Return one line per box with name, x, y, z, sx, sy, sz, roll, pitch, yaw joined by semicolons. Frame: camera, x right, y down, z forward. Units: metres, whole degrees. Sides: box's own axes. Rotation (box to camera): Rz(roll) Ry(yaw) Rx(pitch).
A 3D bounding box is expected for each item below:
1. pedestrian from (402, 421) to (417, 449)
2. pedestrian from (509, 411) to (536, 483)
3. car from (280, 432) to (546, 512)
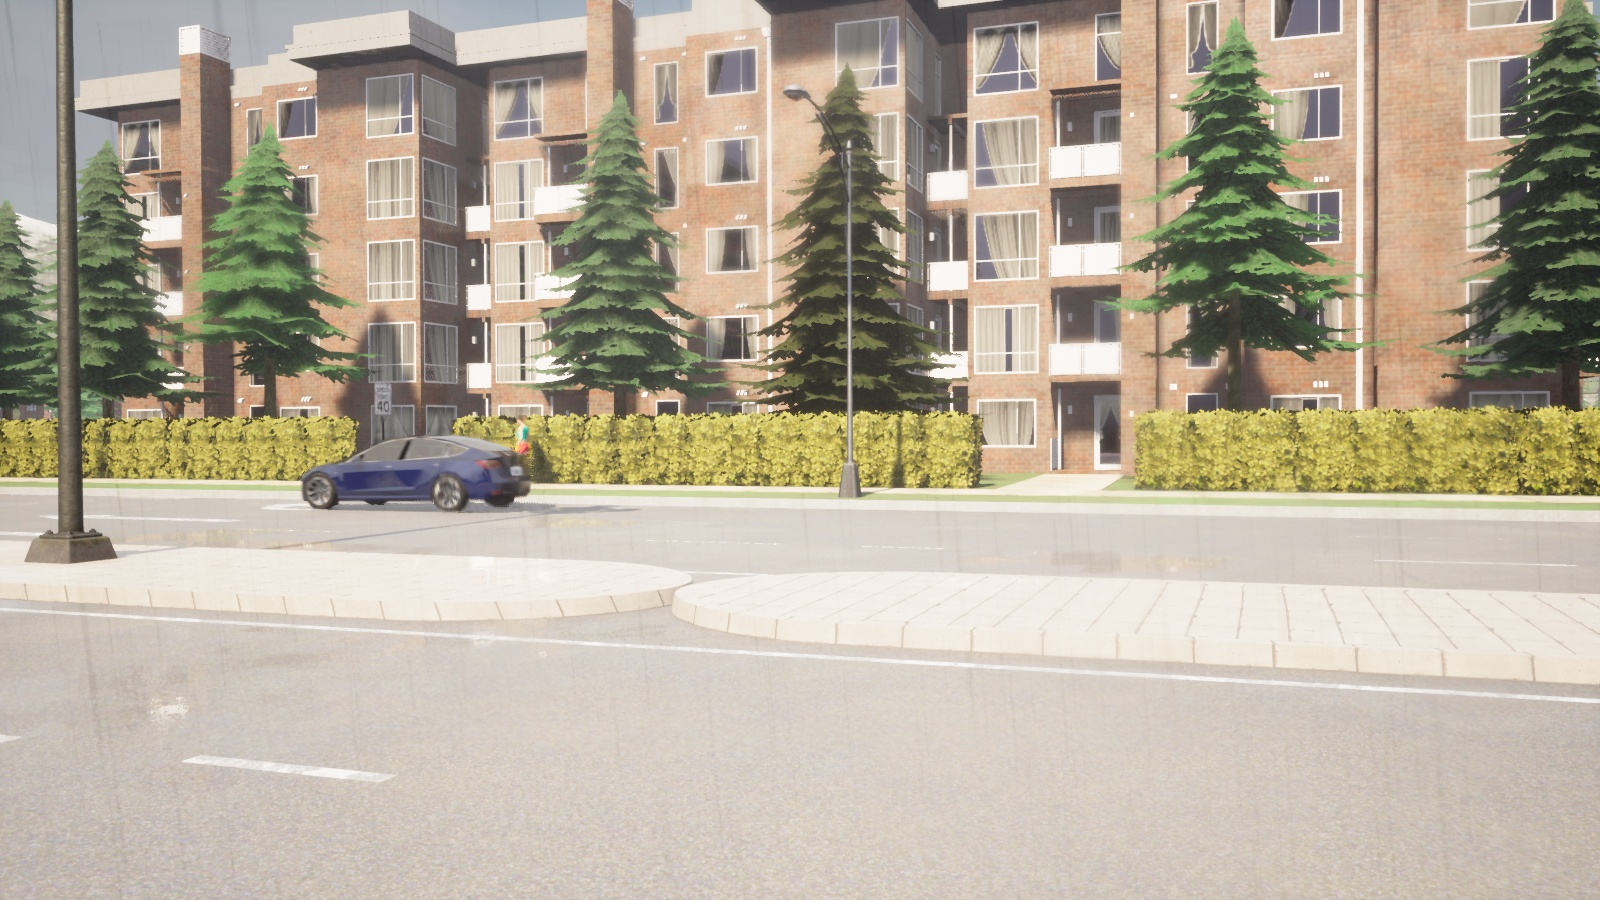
pedestrian;-27.290;-1.052;87.779;0.563;1.883;0.849;1;1;21
pedestrian;-7.134;-0.078;32.247;0.594;1.836;0.345;1;1;24
car;-7.806;0.390;25.437;4.792;1.488;2.163;1;1;19
